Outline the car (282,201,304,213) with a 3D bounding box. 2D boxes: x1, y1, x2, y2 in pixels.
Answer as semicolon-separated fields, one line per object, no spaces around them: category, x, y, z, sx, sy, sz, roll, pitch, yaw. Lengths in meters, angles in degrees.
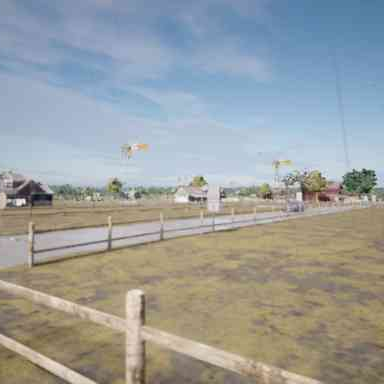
car;15.018;2.075;49.235;2.097;1.767;4.553;1;0;36
